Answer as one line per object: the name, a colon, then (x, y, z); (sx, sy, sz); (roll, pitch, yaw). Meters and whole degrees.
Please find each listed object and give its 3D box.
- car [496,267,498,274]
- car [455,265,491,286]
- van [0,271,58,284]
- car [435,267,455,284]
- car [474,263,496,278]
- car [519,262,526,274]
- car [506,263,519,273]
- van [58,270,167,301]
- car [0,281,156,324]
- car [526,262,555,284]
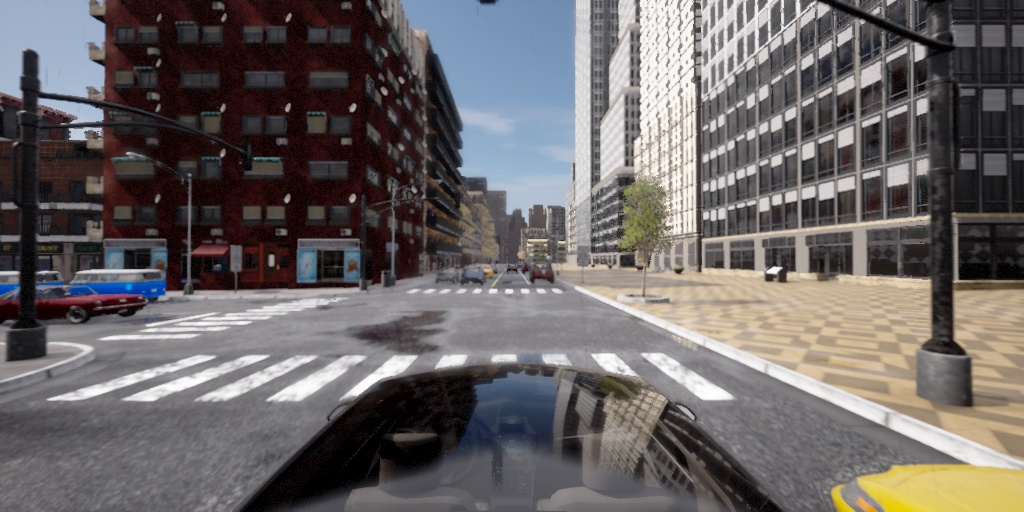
car: (-3.150, 1.963, 53.899); (2.128, 1.511, 4.902); (0, -1, 0)
car: (-3.133, 1.679, 30.036); (2.033, 1.411, 5.357); (0, -1, 0)
van: (-26.325, 1.710, 18.901); (3.998, 1.789, 1.690); (0, 0, -1)
car: (-5.727, 1.712, 32.221); (2.007, 1.370, 4.403); (0, 0, 0)
car: (-3.147, 1.751, 40.168); (1.882, 1.535, 5.008); (0, -1, 0)
car: (2.626, 1.792, 54.334); (2.192, 1.841, 5.009); (0, 0, 0)
car: (0.029, 2.085, 61.278); (1.837, 1.490, 4.892); (0, -1, 0)
van: (-20.788, 1.620, 18.960); (3.998, 1.789, 1.690); (0, 0, -1)
car: (-16.562, 1.756, 13.221); (4.718, 1.301, 1.895); (-1, -1, -1)
car: (2.652, 1.476, 32.231); (2.192, 1.841, 5.009); (0, 0, 0)
